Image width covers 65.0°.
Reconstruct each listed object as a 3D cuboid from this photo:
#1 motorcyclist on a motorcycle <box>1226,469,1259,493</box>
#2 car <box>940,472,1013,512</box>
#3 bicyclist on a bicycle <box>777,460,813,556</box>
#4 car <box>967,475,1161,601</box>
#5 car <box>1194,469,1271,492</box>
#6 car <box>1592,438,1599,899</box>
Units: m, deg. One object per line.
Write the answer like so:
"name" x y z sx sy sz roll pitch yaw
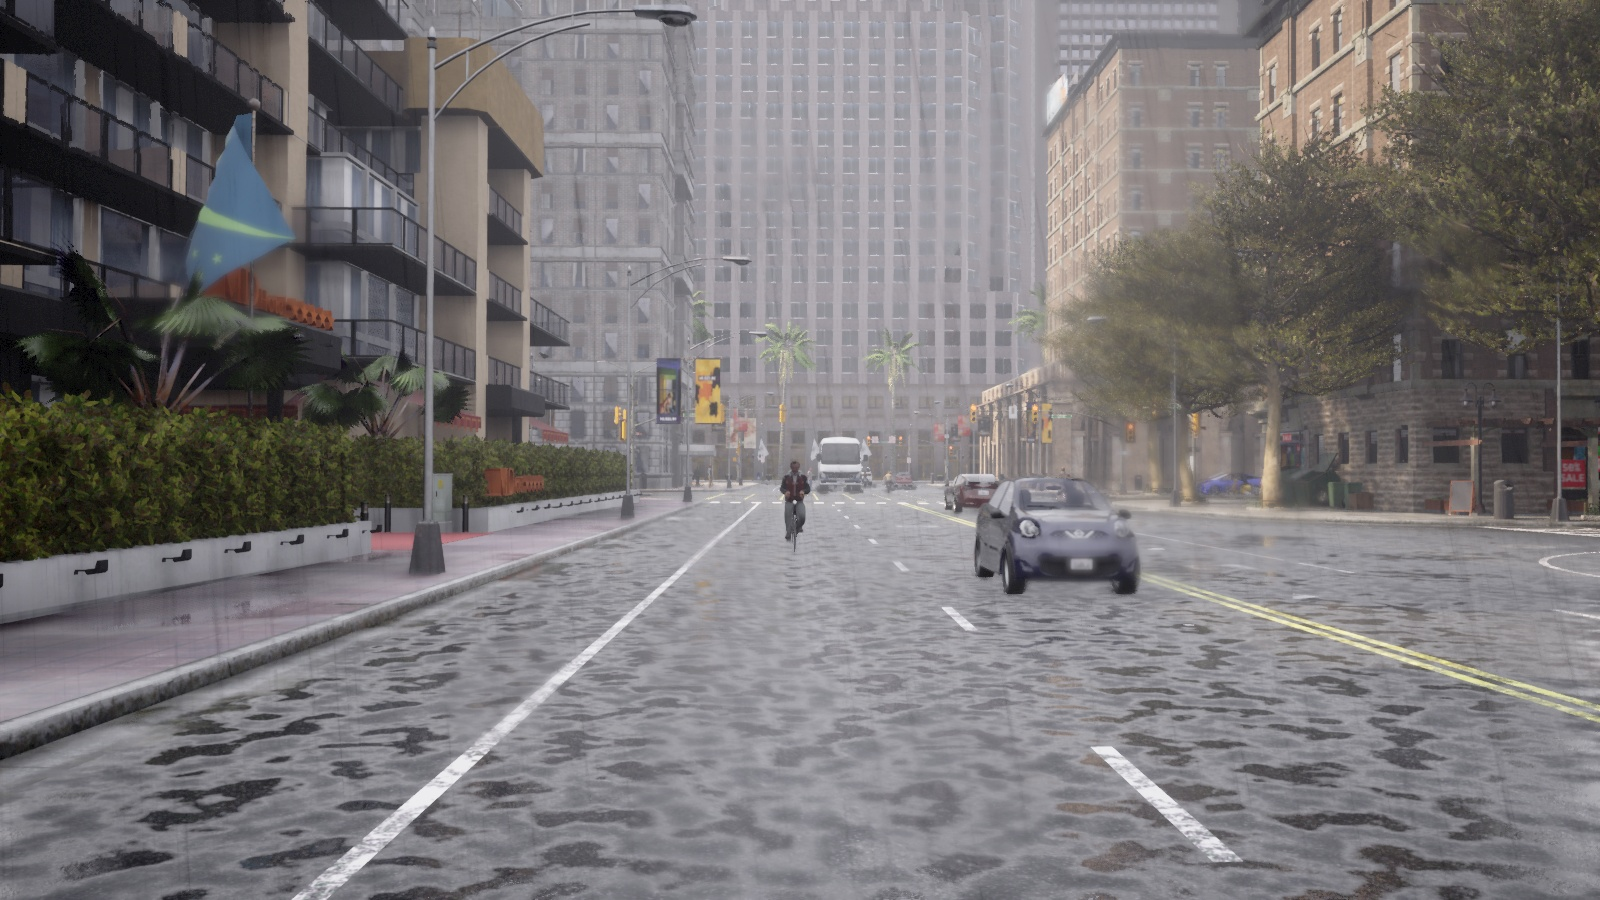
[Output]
"motorcyclist on a motorcycle" 28.779 2.021 81.705 1.817 1.590 0.866 0 -1 1
"car" 6.819 1.608 48.996 2.163 1.488 4.792 0 -1 0
"bicyclist on a bicycle" -0.091 1.090 24.160 0.659 1.776 1.843 0 -1 0
"car" 3.436 1.100 17.035 1.845 1.501 3.633 0 -1 0
"car" 29.324 2.072 85.222 4.514 1.525 2.007 0 -1 1
"car" 3.490 0.733 2.047 1.851 1.617 3.988 0 -1 0
